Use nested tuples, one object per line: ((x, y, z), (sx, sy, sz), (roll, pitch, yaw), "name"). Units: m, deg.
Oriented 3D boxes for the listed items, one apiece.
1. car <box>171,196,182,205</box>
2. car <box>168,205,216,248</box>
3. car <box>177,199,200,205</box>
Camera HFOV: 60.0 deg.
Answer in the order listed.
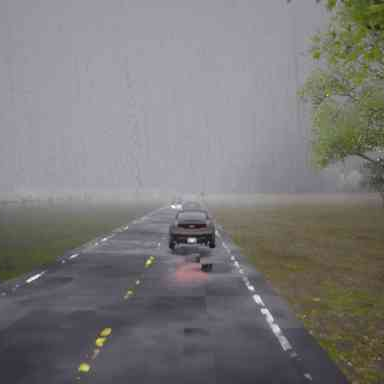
((-2.750, 1.513, 60.659), (2.128, 1.511, 4.902), (0, 0, 0), "car")
((0.000, 1.518, 14.652), (1.837, 1.490, 4.892), (0, 0, 0), "car")
((0.000, 1.566, 29.654), (2.033, 1.411, 5.357), (0, 0, 0), "car")
